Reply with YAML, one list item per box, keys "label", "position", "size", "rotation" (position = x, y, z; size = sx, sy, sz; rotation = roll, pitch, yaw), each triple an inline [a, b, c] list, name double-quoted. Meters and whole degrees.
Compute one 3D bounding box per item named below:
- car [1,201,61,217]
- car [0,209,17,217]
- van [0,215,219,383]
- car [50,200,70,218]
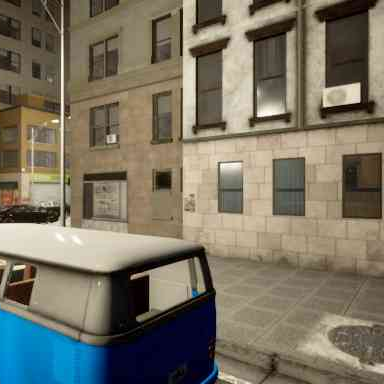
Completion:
- label: "car"
  position: [-10.792, 1.506, 21.385]
  size: [1.994, 1.385, 4.181]
  rotation: [0, 0, 35]
- label: "car"
  position: [-6.175, 1.315, 7.070]
  size: [5.009, 1.841, 2.192]
  rotation: [0, 0, 35]
- label: "van"
  position: [-1.639, 1.341, 3.940]
  size: [3.998, 1.788, 1.690]
  rotation: [0, 0, 35]
- label: "car"
  position: [-11.468, 1.418, 25.589]
  size: [2.128, 1.511, 4.902]
  rotation: [0, 0, 35]
